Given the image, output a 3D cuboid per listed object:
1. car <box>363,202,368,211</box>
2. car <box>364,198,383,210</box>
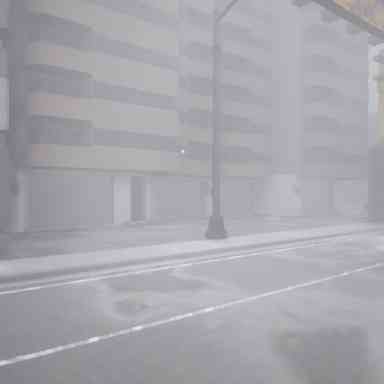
[{"bbox_3d":[20.689,1.450,35.318,2.038,1.542,4.974,0,0,-11],"label":"car"},{"bbox_3d":[20.679,1.292,35.369,1.853,1.218,4.536,0,0,-11],"label":"car"}]
